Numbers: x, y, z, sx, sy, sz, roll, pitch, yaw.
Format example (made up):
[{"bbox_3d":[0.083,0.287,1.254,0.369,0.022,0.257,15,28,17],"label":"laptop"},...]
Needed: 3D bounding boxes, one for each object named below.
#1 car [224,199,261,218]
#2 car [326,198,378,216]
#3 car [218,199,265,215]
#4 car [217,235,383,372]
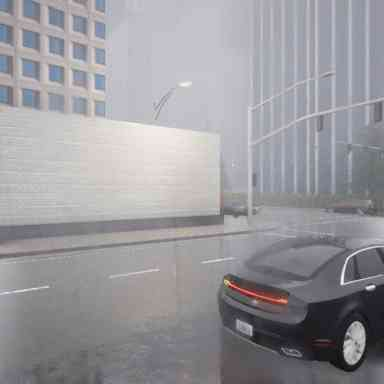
[{"bbox_3d":[3.599,1.603,31.575,2.033,1.411,5.357,0,0,-36],"label":"car"},{"bbox_3d":[15.717,1.408,33.038,2.097,1.767,4.553,0,0,-36],"label":"car"},{"bbox_3d":[5.160,1.547,35.407,2.128,1.511,4.902,0,0,-36],"label":"car"},{"bbox_3d":[2.658,1.505,5.696,4.892,1.490,1.837,0,0,-35],"label":"car"}]
